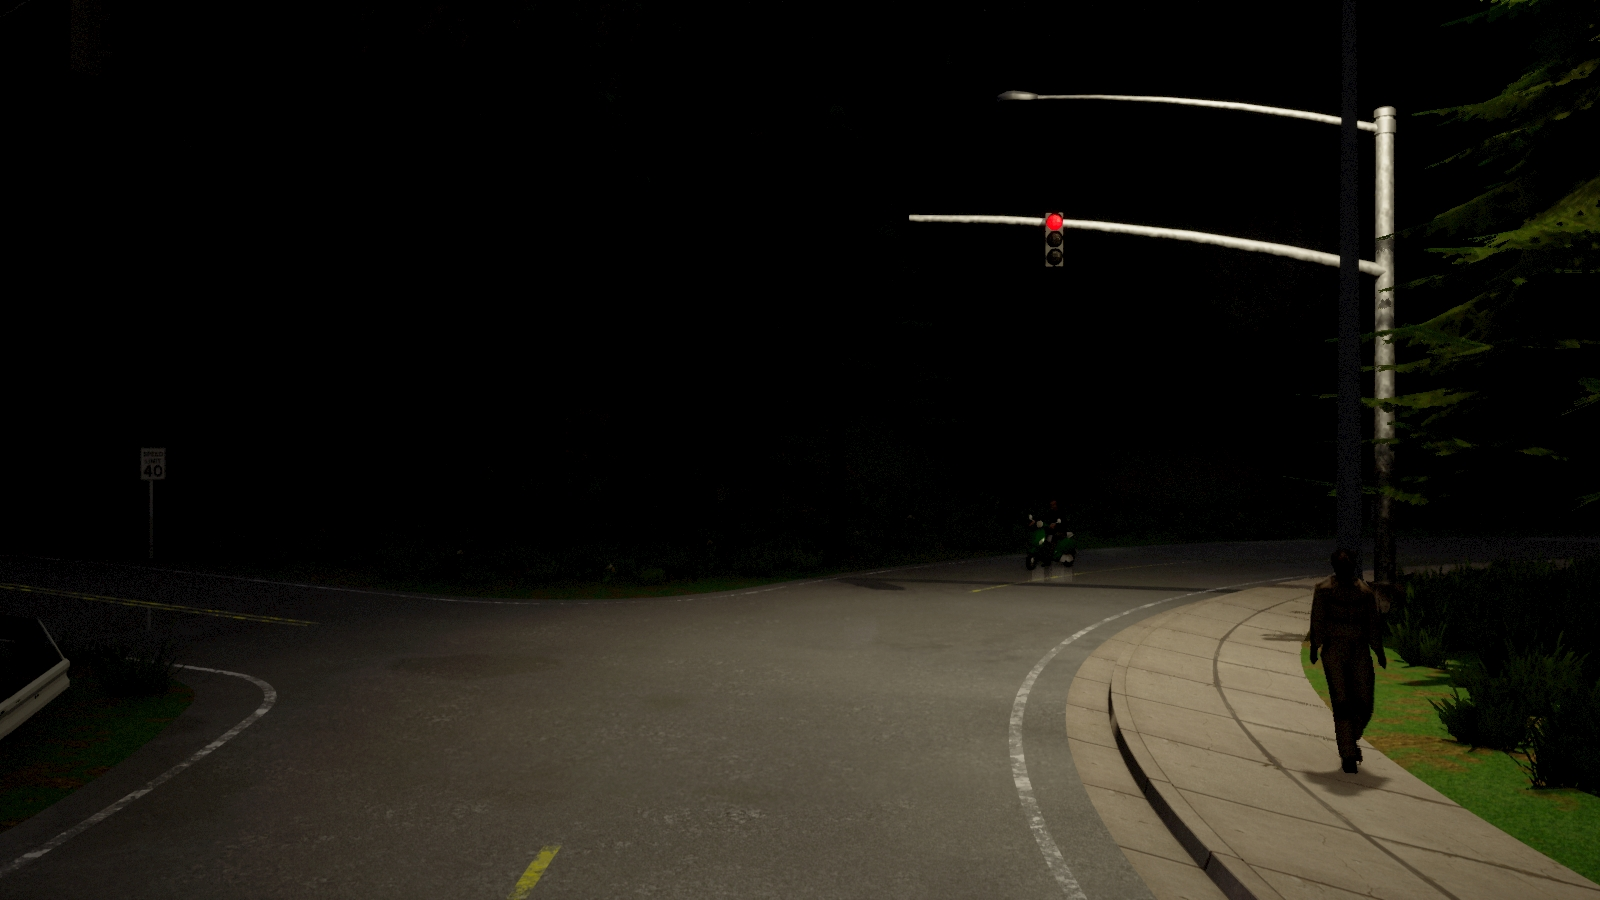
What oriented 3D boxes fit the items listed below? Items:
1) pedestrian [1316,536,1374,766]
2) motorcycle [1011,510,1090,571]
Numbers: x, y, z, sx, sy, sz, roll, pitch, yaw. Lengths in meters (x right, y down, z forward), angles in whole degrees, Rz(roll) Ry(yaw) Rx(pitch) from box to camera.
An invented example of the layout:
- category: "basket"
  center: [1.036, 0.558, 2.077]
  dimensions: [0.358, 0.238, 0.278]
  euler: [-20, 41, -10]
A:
- category: "pedestrian"
  center: [4.585, 1.671, 9.627]
  dimensions: [0.375, 1.860, 0.375]
  euler: [0, 0, 14]
- category: "motorcycle"
  center: [5.937, 2.115, 27.011]
  dimensions: [1.805, 1.316, 0.856]
  euler: [0, 0, -37]
